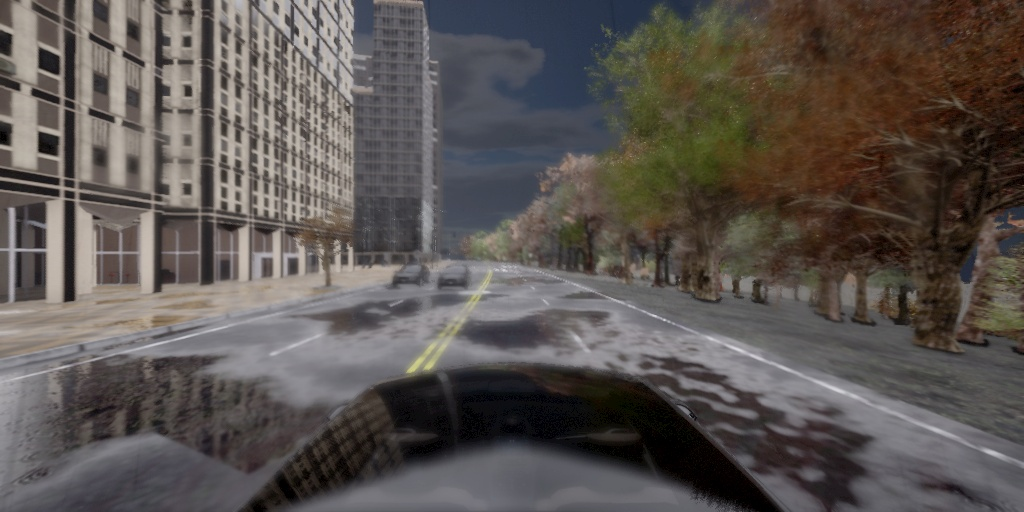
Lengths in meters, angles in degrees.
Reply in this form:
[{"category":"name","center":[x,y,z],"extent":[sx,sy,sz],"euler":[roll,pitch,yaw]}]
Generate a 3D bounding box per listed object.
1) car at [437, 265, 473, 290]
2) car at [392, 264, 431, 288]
[{"category":"car","center":[-3.622,1.330,23.317],"extent":[1.837,1.490,4.892],"euler":[0,-1,-1]},{"category":"car","center":[-6.918,1.338,25.139],"extent":[1.837,1.490,4.892],"euler":[0,-1,-1]}]
